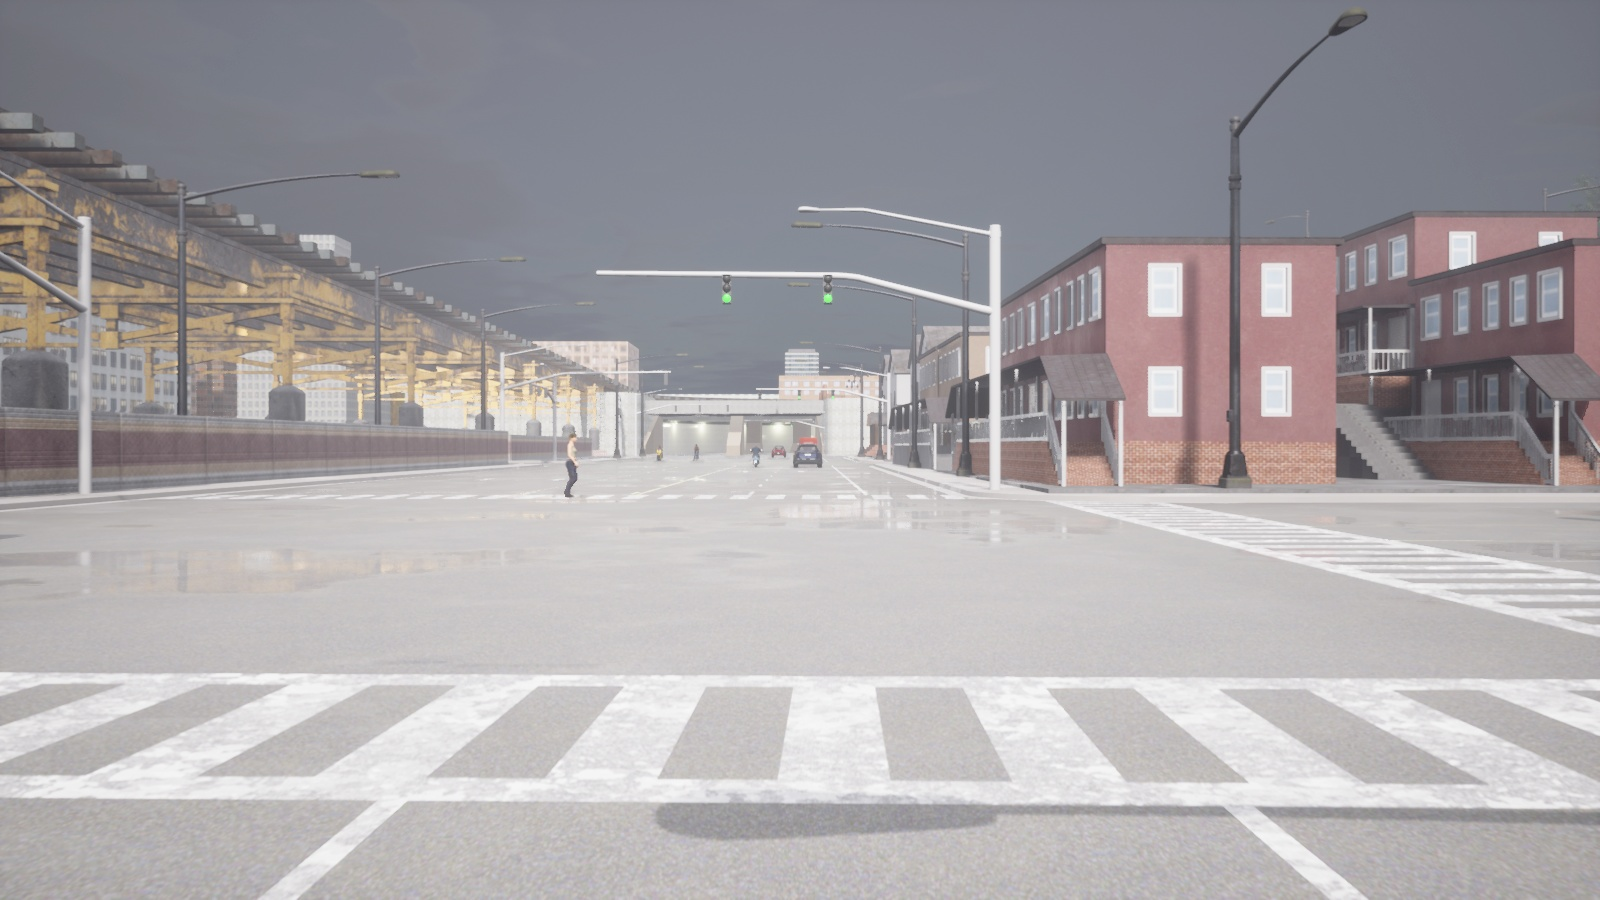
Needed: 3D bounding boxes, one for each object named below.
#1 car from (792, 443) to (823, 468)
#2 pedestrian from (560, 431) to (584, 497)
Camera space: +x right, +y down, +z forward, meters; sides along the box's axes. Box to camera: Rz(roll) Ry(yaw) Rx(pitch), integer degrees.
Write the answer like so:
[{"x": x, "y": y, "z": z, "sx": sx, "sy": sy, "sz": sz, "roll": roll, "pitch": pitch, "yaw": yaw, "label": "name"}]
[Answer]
[{"x": 0.521, "y": 0.356, "z": 85.000, "sx": 2.033, "sy": 1.649, "sz": 4.856, "roll": 0, "pitch": 1, "yaw": 0, "label": "car"}, {"x": -6.418, "y": 0.393, "z": 35.334, "sx": 0.594, "sy": 1.836, "sz": 0.345, "roll": 0, "pitch": 0, "yaw": 4, "label": "pedestrian"}]
